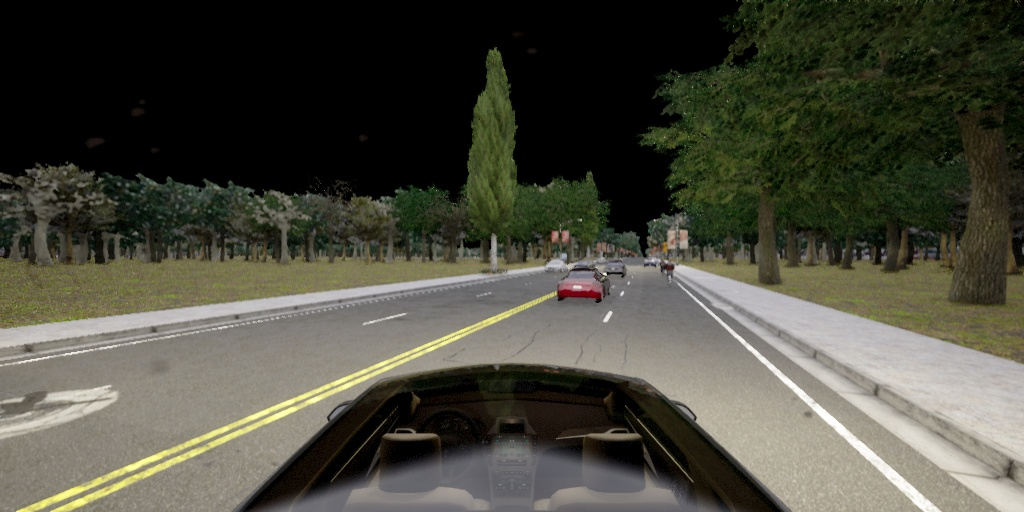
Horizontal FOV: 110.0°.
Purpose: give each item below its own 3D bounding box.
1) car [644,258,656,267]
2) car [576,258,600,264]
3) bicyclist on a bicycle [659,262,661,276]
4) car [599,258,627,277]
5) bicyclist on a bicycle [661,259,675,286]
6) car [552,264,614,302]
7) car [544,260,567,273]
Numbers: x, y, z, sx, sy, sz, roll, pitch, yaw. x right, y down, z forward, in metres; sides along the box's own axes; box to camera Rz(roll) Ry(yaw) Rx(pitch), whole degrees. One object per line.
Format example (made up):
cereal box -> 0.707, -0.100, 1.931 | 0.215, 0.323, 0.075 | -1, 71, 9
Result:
car -> 22.540, 1.181, 58.619 | 1.895, 1.301, 4.718 | 0, 0, 21
car -> 7.716, 1.187, 38.126 | 2.033, 1.411, 5.357 | 0, 0, 21
bicyclist on a bicycle -> 13.302, 1.113, 31.665 | 0.582, 1.620, 1.656 | 0, 0, 21
car -> 9.704, 1.201, 33.585 | 2.033, 1.411, 5.357 | 0, 0, 21
bicyclist on a bicycle -> 9.811, 1.058, 22.334 | 0.659, 1.776, 1.843 | 0, 0, 21
car -> 3.459, 1.268, 16.896 | 1.994, 1.385, 4.181 | 0, 0, 21
car -> 4.937, 1.160, 39.963 | 1.812, 1.442, 4.674 | 0, 0, 21
